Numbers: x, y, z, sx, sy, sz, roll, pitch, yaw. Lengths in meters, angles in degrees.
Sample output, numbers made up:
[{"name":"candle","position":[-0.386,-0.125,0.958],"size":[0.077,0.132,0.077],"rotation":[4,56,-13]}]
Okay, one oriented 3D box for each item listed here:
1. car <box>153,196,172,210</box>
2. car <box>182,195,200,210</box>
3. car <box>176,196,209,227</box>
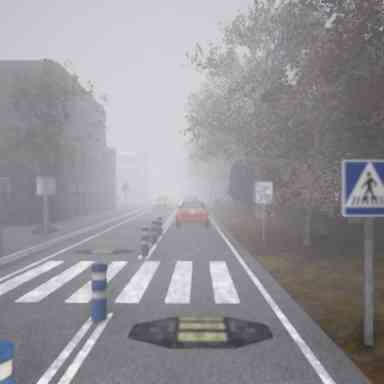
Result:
[{"name":"car","position":[-3.530,1.270,40.424],"size":[2.097,1.767,4.553],"rotation":[0,0,0]},{"name":"car","position":[-0.105,1.262,41.914],"size":[2.097,1.767,4.553],"rotation":[0,0,-1]},{"name":"car","position":[0.022,1.318,22.856],"size":[2.097,1.767,4.553],"rotation":[0,0,0]}]
